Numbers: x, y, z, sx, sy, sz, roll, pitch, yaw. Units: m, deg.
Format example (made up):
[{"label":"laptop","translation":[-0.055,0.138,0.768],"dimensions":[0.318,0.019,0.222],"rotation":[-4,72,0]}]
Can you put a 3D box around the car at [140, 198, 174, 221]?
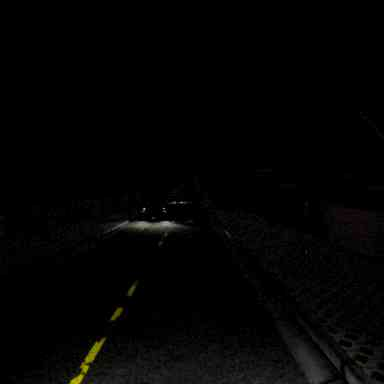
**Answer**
[{"label":"car","translation":[-2.856,1.338,26.843],"dimensions":[2.097,1.767,4.553],"rotation":[0,0,0]}]

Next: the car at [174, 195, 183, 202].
[{"label":"car","translation":[-2.769,1.325,68.938],"dimensions":[1.812,1.442,4.674],"rotation":[0,0,0]}]
